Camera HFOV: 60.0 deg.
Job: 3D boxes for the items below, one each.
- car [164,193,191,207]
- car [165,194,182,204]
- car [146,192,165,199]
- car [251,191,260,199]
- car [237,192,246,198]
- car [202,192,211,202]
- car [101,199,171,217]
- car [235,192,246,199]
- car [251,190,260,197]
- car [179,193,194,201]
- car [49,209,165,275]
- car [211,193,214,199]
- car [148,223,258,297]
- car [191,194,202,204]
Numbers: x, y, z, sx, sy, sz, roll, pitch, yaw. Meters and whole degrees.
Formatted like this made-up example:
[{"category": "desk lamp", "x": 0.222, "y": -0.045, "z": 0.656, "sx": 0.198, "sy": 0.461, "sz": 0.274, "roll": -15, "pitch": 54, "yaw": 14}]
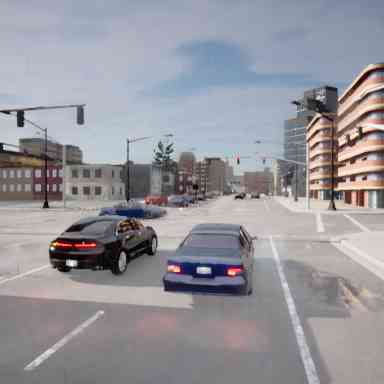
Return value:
[{"category": "car", "x": -1.949, "y": 1.210, "z": 47.347, "sx": 2.097, "sy": 1.767, "sz": 4.553, "roll": 0, "pitch": 1, "yaw": 11}, {"category": "car", "x": -3.255, "y": 1.222, "z": 58.780, "sx": 1.812, "sy": 1.442, "sz": 4.674, "roll": 0, "pitch": 1, "yaw": 12}, {"category": "car", "x": -5.157, "y": 1.067, "z": 49.222, "sx": 2.150, "sy": 2.045, "sz": 5.566, "roll": 0, "pitch": 1, "yaw": 11}, {"category": "car", "x": 14.338, "y": 0.861, "z": 75.301, "sx": 2.128, "sy": 1.511, "sz": 4.902, "roll": 0, "pitch": 1, "yaw": 11}, {"category": "car", "x": 12.937, "y": 0.730, "z": 86.337, "sx": 1.994, "sy": 1.385, "sz": 4.181, "roll": 0, "pitch": 1, "yaw": 11}, {"category": "car", "x": 1.763, "y": 1.102, "z": 65.907, "sx": 2.033, "sy": 1.411, "sz": 5.357, "roll": 0, "pitch": 1, "yaw": 12}, {"category": "car", "x": -4.731, "y": 1.513, "z": 26.902, "sx": 5.357, "sy": 1.411, "sz": 2.033, "roll": 0, "pitch": 0, "yaw": 10}, {"category": "car", "x": 10.768, "y": 0.955, "z": 75.261, "sx": 1.895, "sy": 1.301, "sz": 4.718, "roll": 0, "pitch": 1, "yaw": 11}, {"category": "car", "x": 16.341, "y": 0.442, "z": 85.506, "sx": 2.097, "sy": 1.767, "sz": 4.553, "roll": 0, "pitch": 1, "yaw": 11}, {"category": "car", "x": -1.135, "y": 1.055, "z": 69.154, "sx": 2.033, "sy": 1.411, "sz": 5.357, "roll": 0, "pitch": 1, "yaw": 11}, {"category": "car", "x": -2.510, "y": 1.502, "z": 10.562, "sx": 1.837, "sy": 1.490, "sz": 4.892, "roll": 0, "pitch": 0, "yaw": 11}, {"category": "car", "x": 3.804, "y": 0.842, "z": 76.148, "sx": 1.882, "sy": 1.535, "sz": 5.008, "roll": 0, "pitch": 1, "yaw": 11}, {"category": "car", "x": 0.707, "y": 1.545, "z": 8.818, "sx": 2.033, "sy": 1.411, "sz": 5.357, "roll": 0, "pitch": 0, "yaw": 11}, {"category": "car", "x": -0.190, "y": 1.220, "z": 56.257, "sx": 2.128, "sy": 1.511, "sz": 4.902, "roll": 0, "pitch": 1, "yaw": 11}]
